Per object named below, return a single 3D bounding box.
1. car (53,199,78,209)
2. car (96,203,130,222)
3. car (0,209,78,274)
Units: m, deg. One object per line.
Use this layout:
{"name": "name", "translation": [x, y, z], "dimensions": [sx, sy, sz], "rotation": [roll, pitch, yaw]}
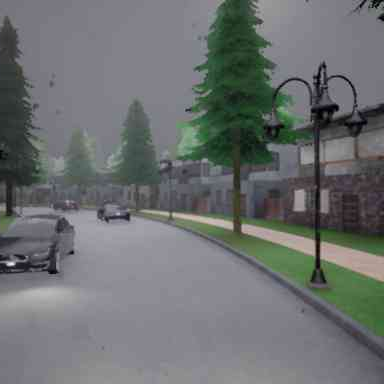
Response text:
{"name": "car", "translation": [-15.363, 1.570, 40.438], "dimensions": [1.812, 1.442, 4.674], "rotation": [0, 0, -40]}
{"name": "car", "translation": [-6.324, 1.569, 26.504], "dimensions": [1.994, 1.385, 4.181], "rotation": [0, 0, -26]}
{"name": "car", "translation": [-4.892, 1.522, 10.556], "dimensions": [1.837, 1.490, 4.892], "rotation": [0, 0, -11]}
